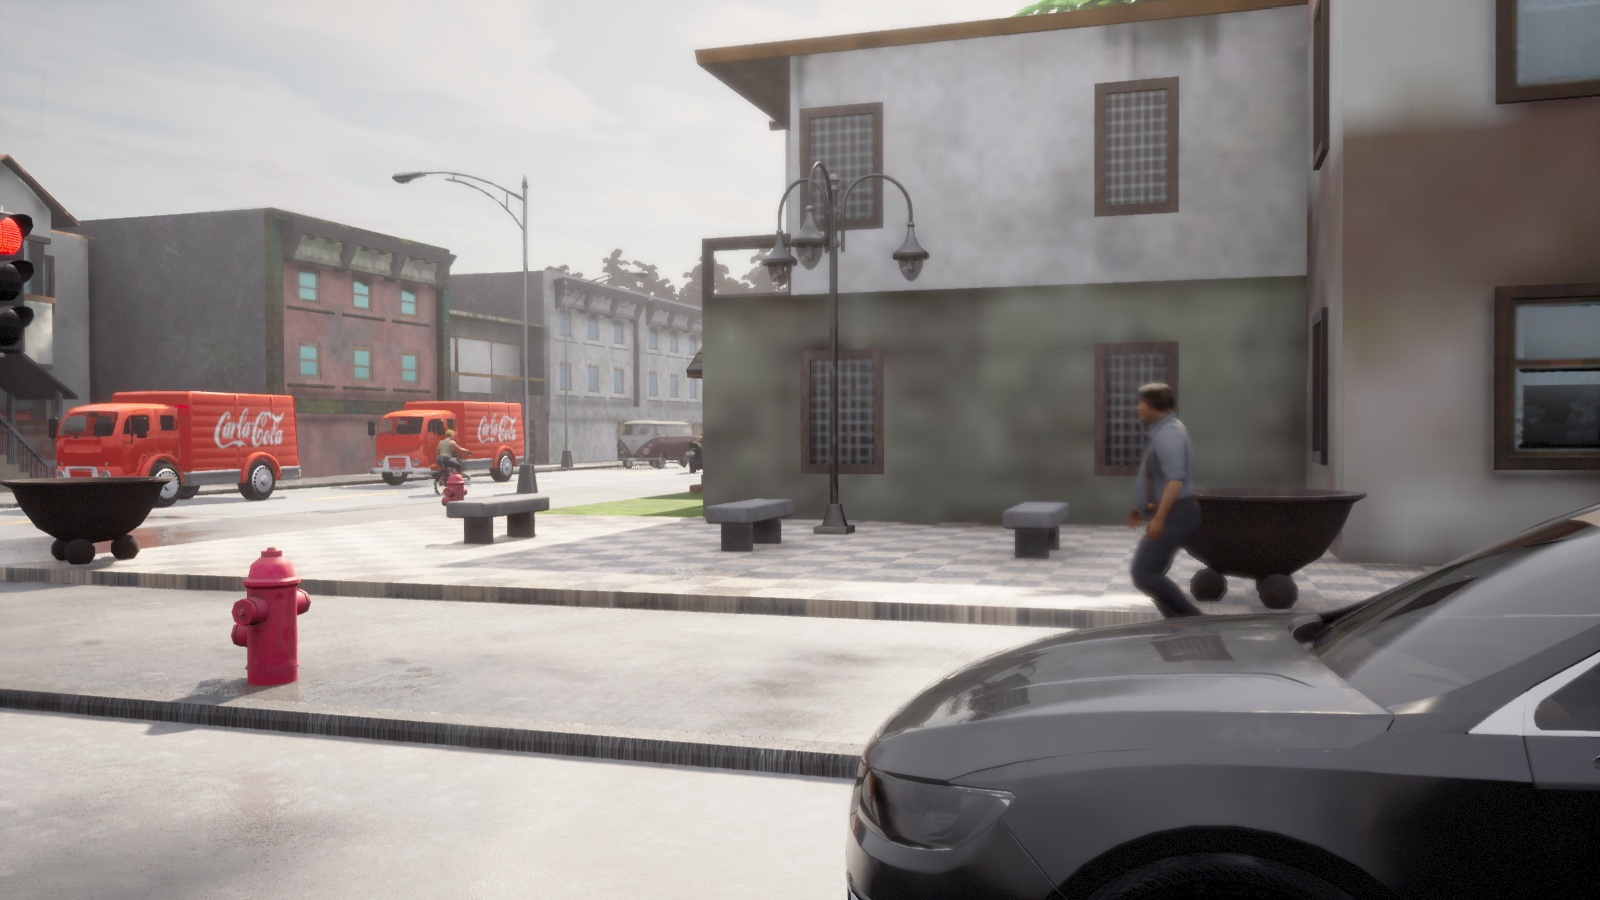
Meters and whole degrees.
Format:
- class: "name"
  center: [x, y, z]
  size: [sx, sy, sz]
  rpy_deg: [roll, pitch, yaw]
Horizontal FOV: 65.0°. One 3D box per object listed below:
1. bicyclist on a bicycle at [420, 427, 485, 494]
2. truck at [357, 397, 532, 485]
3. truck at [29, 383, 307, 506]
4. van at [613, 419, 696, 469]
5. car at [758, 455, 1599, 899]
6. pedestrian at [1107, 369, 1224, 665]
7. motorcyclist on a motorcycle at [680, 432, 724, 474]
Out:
- class: "bicyclist on a bicycle"
  center: [-8.612, 0.232, 31.142]
  size: [0.866, 1.612, 1.509]
  rpy_deg: [0, 1, 18]
- class: "truck"
  center: [-10.604, -0.311, 37.978]
  size: [2.627, 2.467, 5.204]
  rpy_deg: [1, 1, 18]
- class: "truck"
  center: [-13.827, -0.163, 27.945]
  size: [2.627, 2.467, 5.204]
  rpy_deg: [0, 1, 17]
- class: "van"
  center: [-6.007, -0.281, 52.342]
  size: [1.775, 1.987, 4.442]
  rpy_deg: [1, 1, 18]
- class: "car"
  center: [2.517, 0.795, 2.879]
  size: [4.892, 1.490, 1.837]
  rpy_deg: [1, 1, 17]
- class: "pedestrian"
  center: [2.379, 0.414, 8.188]
  size: [0.694, 1.848, 0.540]
  rpy_deg: [0, 1, 16]
- class: "motorcyclist on a motorcycle"
  center: [-3.634, 0.101, 46.618]
  size: [0.866, 1.530, 2.191]
  rpy_deg: [0, 1, 18]
